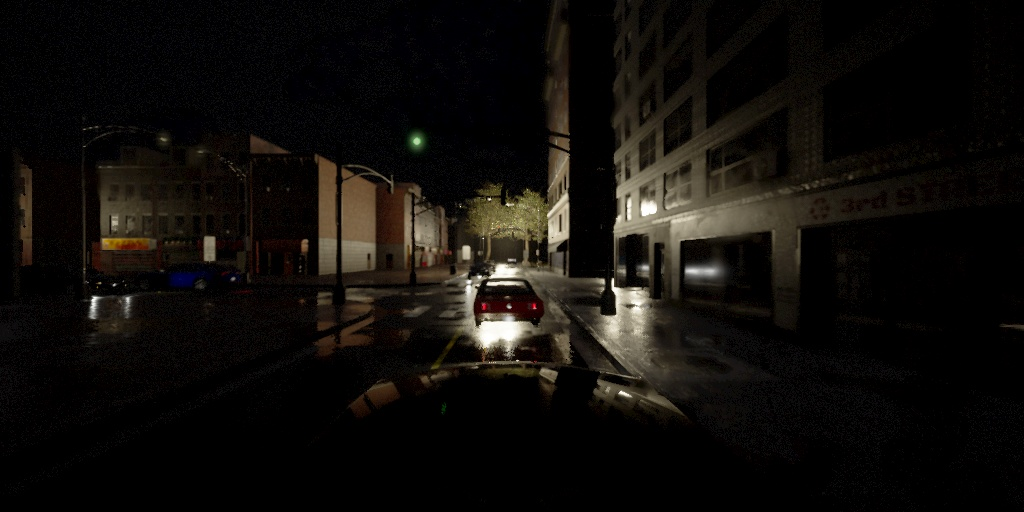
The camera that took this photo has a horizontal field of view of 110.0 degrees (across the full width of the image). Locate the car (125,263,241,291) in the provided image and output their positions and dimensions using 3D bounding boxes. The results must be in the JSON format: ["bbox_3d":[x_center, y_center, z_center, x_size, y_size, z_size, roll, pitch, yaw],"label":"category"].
[{"bbox_3d":[-18.237,1.134,20.277,5.008,1.535,1.882,0,0,0],"label":"car"}]

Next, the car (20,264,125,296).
[{"bbox_3d":[-21.613,1.150,17.308,4.892,1.490,1.837,0,0,0],"label":"car"}]

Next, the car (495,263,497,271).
[{"bbox_3d":[-2.818,1.195,42.429,1.837,1.490,4.892,0,0,0],"label":"car"}]

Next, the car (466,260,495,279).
[{"bbox_3d":[-2.834,1.230,32.367,1.812,1.442,4.674,0,0,1],"label":"car"}]

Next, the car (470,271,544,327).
[{"bbox_3d":[-0.267,1.333,11.504,1.895,1.301,4.718,0,0,-5],"label":"car"}]
